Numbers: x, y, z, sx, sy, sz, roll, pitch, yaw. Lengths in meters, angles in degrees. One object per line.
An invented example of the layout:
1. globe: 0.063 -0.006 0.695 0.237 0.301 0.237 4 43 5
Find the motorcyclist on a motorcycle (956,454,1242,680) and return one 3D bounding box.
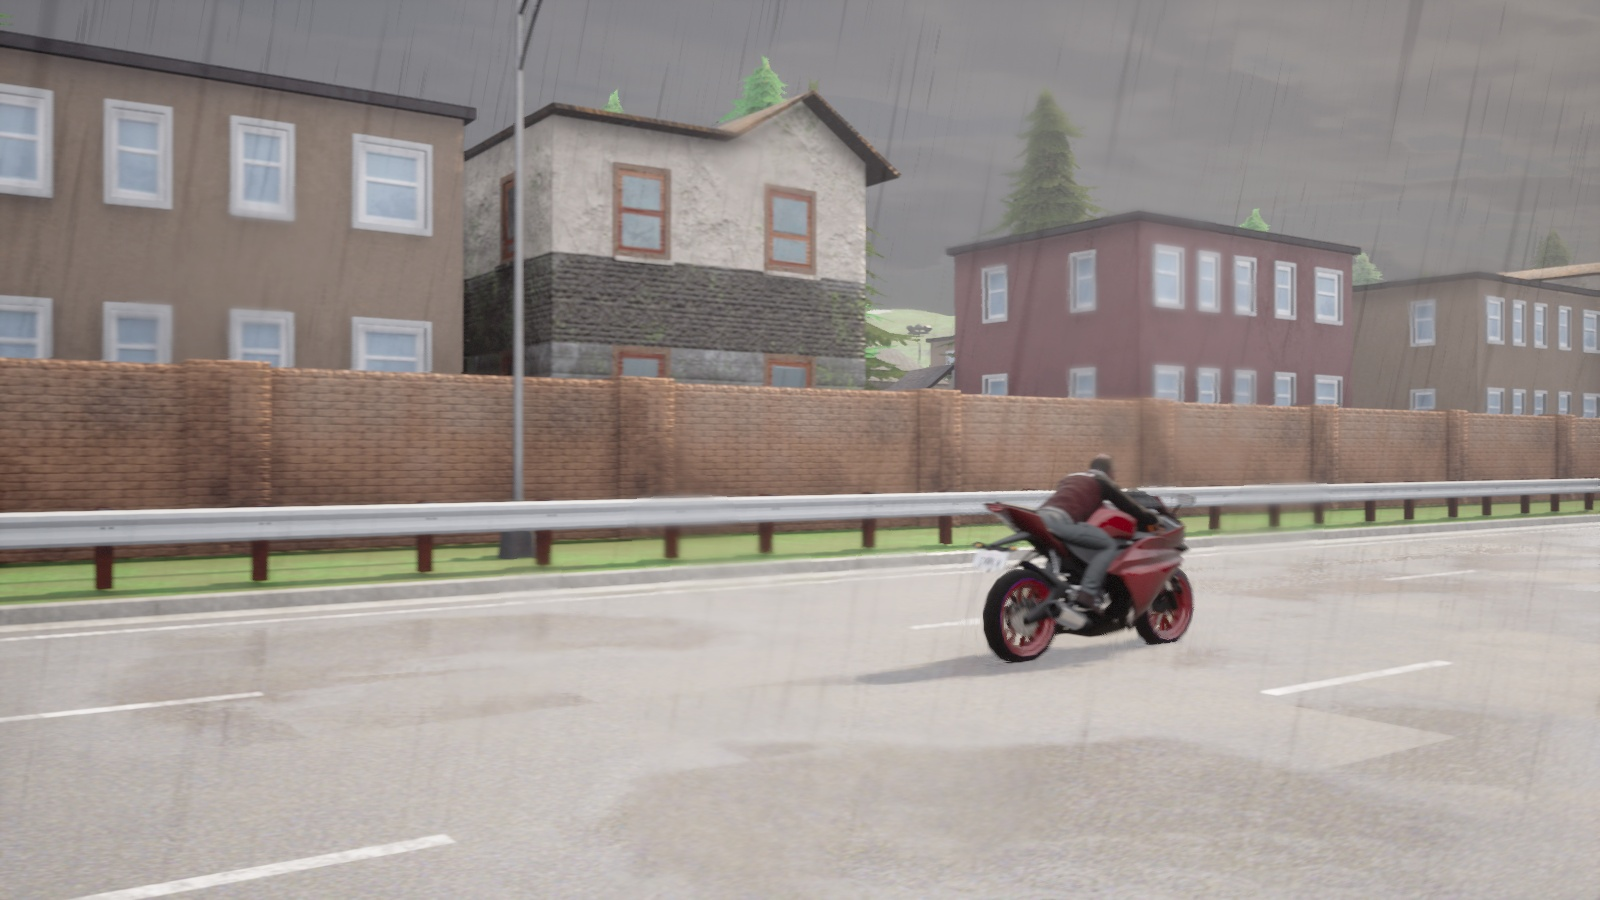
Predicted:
1. motorcyclist on a motorcycle: 2.296 0.798 9.521 2.191 1.530 0.866 0 0 -35
